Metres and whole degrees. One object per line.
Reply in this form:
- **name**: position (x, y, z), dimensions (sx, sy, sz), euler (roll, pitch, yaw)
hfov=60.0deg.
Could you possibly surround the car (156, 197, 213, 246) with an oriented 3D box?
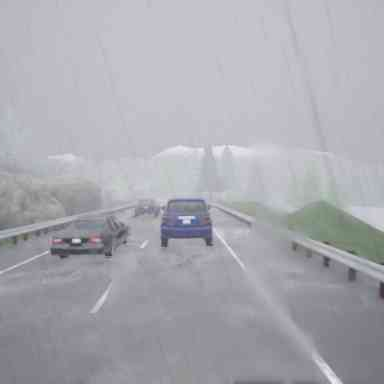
- **car**: position (-0.260, 1.230, 15.562), dimensions (2.150, 2.045, 5.566), euler (0, 0, -1)

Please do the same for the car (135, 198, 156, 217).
- **car**: position (-4.135, 1.394, 31.698), dimensions (2.097, 1.767, 4.553), euler (0, 0, -1)

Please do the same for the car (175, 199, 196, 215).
- **car**: position (-0.732, 1.563, 35.736), dimensions (2.033, 1.411, 5.357), euler (0, 0, -1)

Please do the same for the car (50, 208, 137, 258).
- **car**: position (-3.678, 1.581, 12.920), dimensions (2.033, 1.411, 5.357), euler (0, 0, -1)
